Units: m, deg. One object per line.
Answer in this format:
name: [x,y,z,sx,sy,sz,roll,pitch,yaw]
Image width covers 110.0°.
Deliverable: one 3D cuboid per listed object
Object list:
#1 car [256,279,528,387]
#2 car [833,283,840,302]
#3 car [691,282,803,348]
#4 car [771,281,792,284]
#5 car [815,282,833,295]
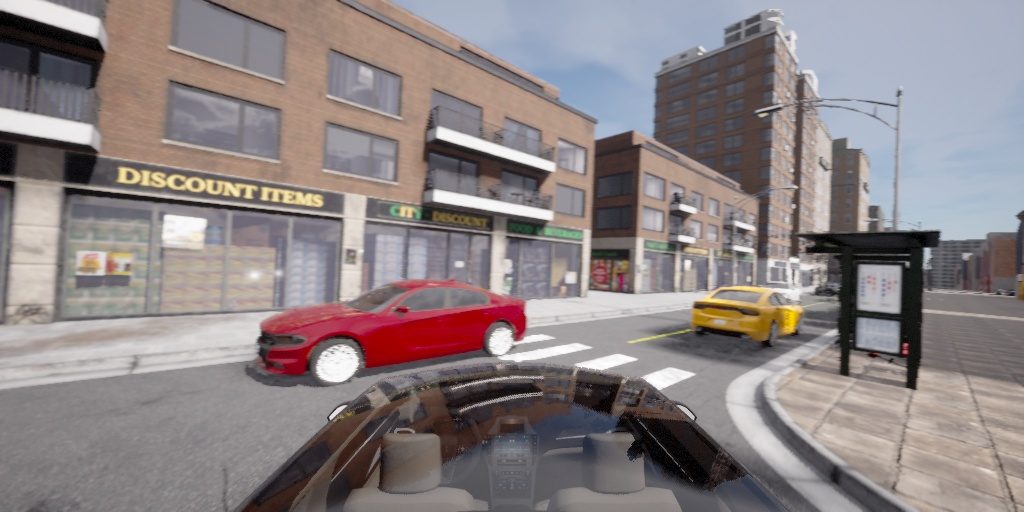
car: [-1.898,1.205,6.981,5.008,1.535,1.882,3,-1,-41]
car: [26.503,2.865,27.498,4.892,1.490,1.837,3,-1,-41]
car: [7.343,1.695,11.030,5.008,1.535,1.882,3,-1,-41]
car: [17.731,2.423,23.846,4.674,1.442,1.812,3,-1,-41]
car: [32.148,3.363,36.111,4.181,1.385,1.994,3,-1,-41]
